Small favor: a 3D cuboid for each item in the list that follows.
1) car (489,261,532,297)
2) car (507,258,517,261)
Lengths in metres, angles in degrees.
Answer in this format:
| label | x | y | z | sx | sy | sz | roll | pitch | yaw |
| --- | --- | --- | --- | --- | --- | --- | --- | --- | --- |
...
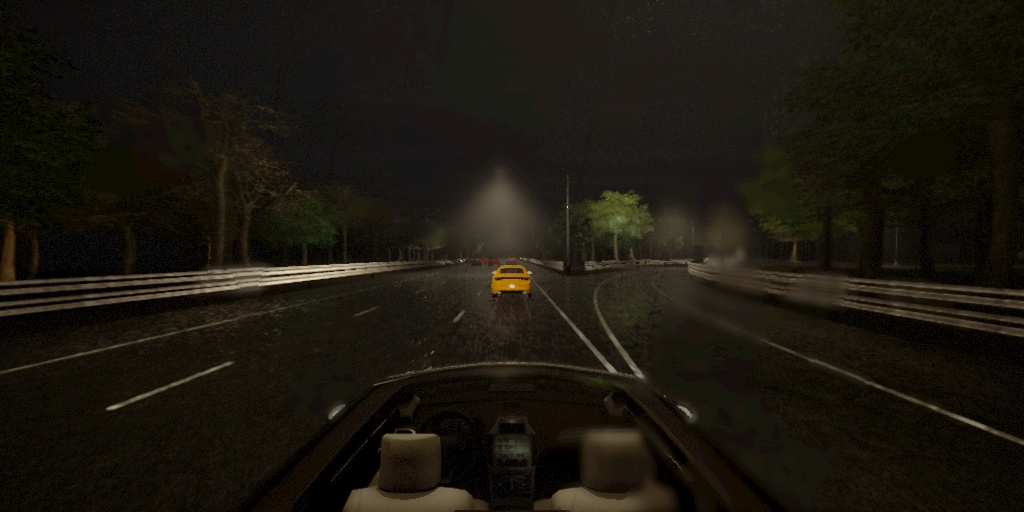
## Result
| label | x | y | z | sx | sy | sz | roll | pitch | yaw |
| --- | --- | --- | --- | --- | --- | --- | --- | --- | --- |
| car | -0.005 | 1.232 | 18.889 | 1.882 | 1.535 | 5.008 | 0 | 0 | 0 |
| car | -0.016 | 1.337 | 46.846 | 1.994 | 1.385 | 4.181 | 0 | 0 | 0 |
